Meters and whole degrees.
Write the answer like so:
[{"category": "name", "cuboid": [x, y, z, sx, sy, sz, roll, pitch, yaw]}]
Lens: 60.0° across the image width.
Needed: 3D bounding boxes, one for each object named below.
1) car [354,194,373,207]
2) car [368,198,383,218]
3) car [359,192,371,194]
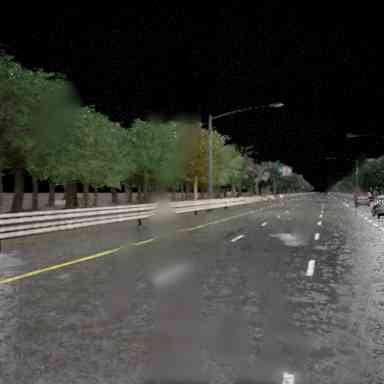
[{"category": "car", "cuboid": [24.929, 1.403, 48.704, 2.128, 1.511, 4.902, 0, 0, 23]}, {"category": "car", "cuboid": [16.875, 1.517, 28.867, 1.994, 1.385, 4.181, 0, 0, 22]}, {"category": "car", "cuboid": [34.537, 1.106, 66.150, 2.150, 2.045, 5.566, 0, 0, 37]}]
